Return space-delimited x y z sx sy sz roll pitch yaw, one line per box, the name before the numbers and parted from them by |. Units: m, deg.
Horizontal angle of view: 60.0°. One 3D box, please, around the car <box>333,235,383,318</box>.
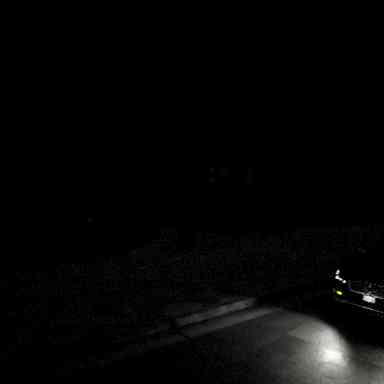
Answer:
car | 4.872 1.497 6.856 4.892 1.490 1.837 0 0 -36
